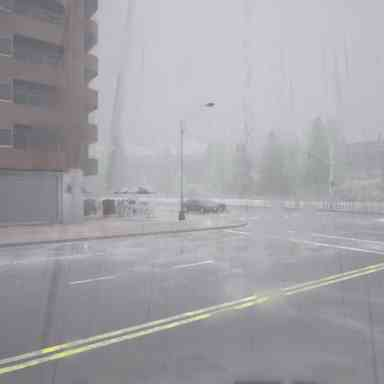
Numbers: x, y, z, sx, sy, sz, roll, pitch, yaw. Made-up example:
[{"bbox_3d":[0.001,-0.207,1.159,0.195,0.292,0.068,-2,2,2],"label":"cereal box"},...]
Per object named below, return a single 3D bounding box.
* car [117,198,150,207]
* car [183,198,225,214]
[{"bbox_3d":[-8.487,1.545,46.763,4.718,1.301,1.895,0,0,44],"label":"car"},{"bbox_3d":[0.867,1.449,34.312,1.837,1.490,4.892,0,0,-35],"label":"car"}]
